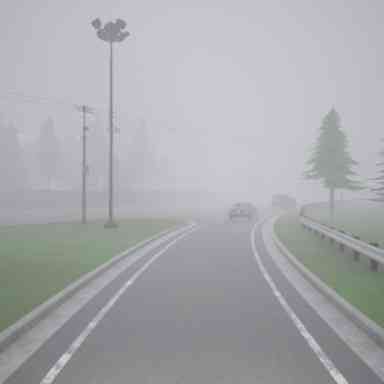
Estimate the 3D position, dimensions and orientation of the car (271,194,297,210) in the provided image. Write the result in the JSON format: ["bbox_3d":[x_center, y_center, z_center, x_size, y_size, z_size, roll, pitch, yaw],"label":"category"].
[{"bbox_3d":[12.504,1.267,45.069,2.150,2.045,5.566,0,0,32],"label":"car"}]

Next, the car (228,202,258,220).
[{"bbox_3d":[4.387,1.571,28.113,2.033,1.411,5.357,0,0,19],"label":"car"}]
